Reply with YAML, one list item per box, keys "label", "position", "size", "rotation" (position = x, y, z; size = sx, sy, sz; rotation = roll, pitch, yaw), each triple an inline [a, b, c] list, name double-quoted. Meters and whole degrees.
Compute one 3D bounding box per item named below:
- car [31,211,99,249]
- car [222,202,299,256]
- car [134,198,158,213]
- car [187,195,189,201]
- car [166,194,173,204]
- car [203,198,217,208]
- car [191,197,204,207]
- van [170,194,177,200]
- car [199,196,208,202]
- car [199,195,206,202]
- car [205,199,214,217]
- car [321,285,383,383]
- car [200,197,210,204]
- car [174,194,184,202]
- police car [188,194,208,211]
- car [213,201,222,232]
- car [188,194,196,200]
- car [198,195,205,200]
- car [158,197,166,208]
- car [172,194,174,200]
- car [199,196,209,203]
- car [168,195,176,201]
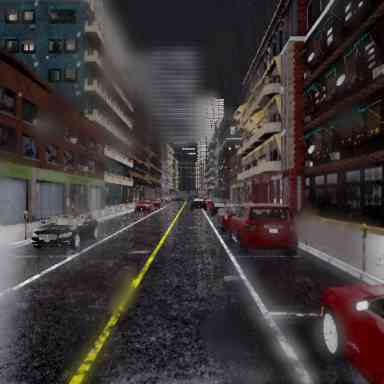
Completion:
- label: "car"
  position: [-5.324, 1.554, 14.425]
  size: [2.008, 1.369, 4.403]
  rotation: [1, 0, 0]
- label: "car"
  position: [2.607, 1.318, 13.002]
  size: [2.192, 1.841, 5.009]
  rotation: [1, 0, 0]
- label: "car"
  position: [-5.308, 1.562, 37.183]
  size: [1.887, 1.381, 4.507]
  rotation: [1, 0, 0]
- label: "car"
  position: [0.000, 1.332, 78.211]
  size: [2.097, 1.767, 4.553]
  rotation: [0, 0, 0]
- label: "car"
  position: [-5.308, 1.603, 65.632]
  size: [2.008, 1.369, 4.403]
  rotation: [1, 0, 0]
- label: "car"
  position: [2.572, 1.611, 48.573]
  size: [1.802, 1.307, 4.206]
  rotation: [1, 0, 0]
- label: "car"
  position: [0.825, 1.544, 52.186]
  size: [1.837, 1.490, 4.892]
  rotation: [0, 0, 0]
- label: "van"
  position: [-5.307, 1.444, 94.080]
  size: [1.690, 1.788, 3.998]
  rotation: [1, 0, 0]
- label: "car"
  position: [2.572, 1.614, 77.022]
  size: [1.887, 1.381, 4.507]
  rotation: [1, 0, 0]
- label: "car"
  position: [2.572, 1.605, 82.882]
  size: [1.752, 1.417, 4.829]
  rotation: [0, 0, 0]
- label: "car"
  position: [2.573, 1.579, 31.505]
  size: [1.947, 1.339, 4.313]
  rotation: [1, 0, 0]
- label: "car"
  position: [2.703, 1.544, 3.057]
  size: [1.887, 1.381, 4.507]
  rotation: [1, 0, 0]
- label: "car"
  position: [2.572, 1.634, 65.643]
  size: [1.802, 1.307, 4.206]
  rotation: [1, 0, 0]
- label: "car"
  position: [-2.750, 1.574, 75.937]
  size: [1.994, 1.385, 4.181]
  rotation: [0, 0, 0]
- label: "police car"
  position: [0.825, 1.448, 42.295]
  size: [1.930, 1.638, 5.238]
  rotation: [0, 0, 0]
- label: "car"
  position: [2.574, 1.446, 20.126]
  size: [1.967, 1.590, 4.097]
  rotation: [1, 0, 0]
- label: "car"
  position: [0.000, 1.361, 93.212]
  size: [2.097, 1.767, 4.553]
  rotation: [0, 0, 0]
- label: "car"
  position: [2.572, 1.628, 94.260]
  size: [1.752, 1.417, 4.829]
  rotation: [0, 0, 0]
- label: "car"
  position: [-5.308, 1.574, 48.562]
  size: [1.887, 1.381, 4.507]
  rotation: [1, 0, 0]
- label: "car"
  position: [-5.308, 1.586, 71.152]
  size: [1.752, 1.417, 4.829]
  rotation: [1, 0, 0]
- label: "car"
  position: [2.572, 1.605, 71.333]
  size: [1.887, 1.381, 4.507]
  rotation: [1, 0, 0]
- label: "car"
  position: [-5.309, 1.635, 88.391]
  size: [1.887, 1.381, 4.507]
  rotation: [1, 0, 0]
